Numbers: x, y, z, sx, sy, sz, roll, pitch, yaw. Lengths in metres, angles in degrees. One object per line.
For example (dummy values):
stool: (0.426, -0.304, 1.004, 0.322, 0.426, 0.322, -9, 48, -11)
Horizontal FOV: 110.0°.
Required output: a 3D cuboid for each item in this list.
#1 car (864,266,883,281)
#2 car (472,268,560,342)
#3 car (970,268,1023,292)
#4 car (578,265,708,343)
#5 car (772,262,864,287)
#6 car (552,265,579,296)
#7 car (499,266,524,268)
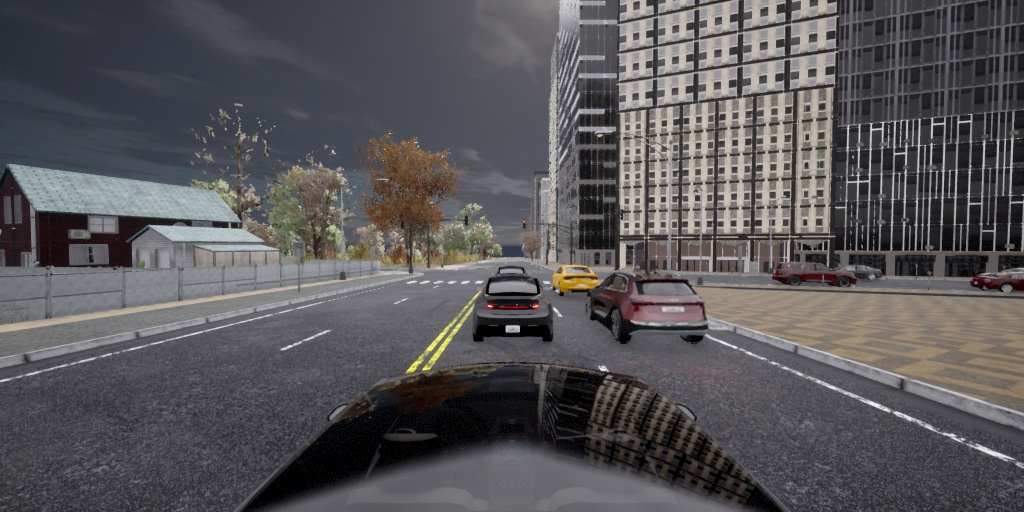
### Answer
car: (30.988, 1.468, 32.952, 4.403, 1.370, 2.007, 0, 0, 20)
car: (0.030, 1.252, 9.783, 1.837, 1.490, 4.892, 0, 0, 0)
car: (33.619, 1.715, 23.611, 4.507, 1.381, 1.888, 0, 0, 20)
car: (3.334, 1.177, 9.659, 2.033, 1.649, 4.856, 0, 0, 0)
car: (22.965, 1.393, 27.489, 5.009, 1.841, 2.192, 0, 0, 20)
car: (3.283, 1.224, 19.263, 1.882, 1.535, 5.008, 0, 0, 0)
car: (-0.031, 1.251, 18.450, 1.837, 1.490, 4.892, 0, 0, 0)
